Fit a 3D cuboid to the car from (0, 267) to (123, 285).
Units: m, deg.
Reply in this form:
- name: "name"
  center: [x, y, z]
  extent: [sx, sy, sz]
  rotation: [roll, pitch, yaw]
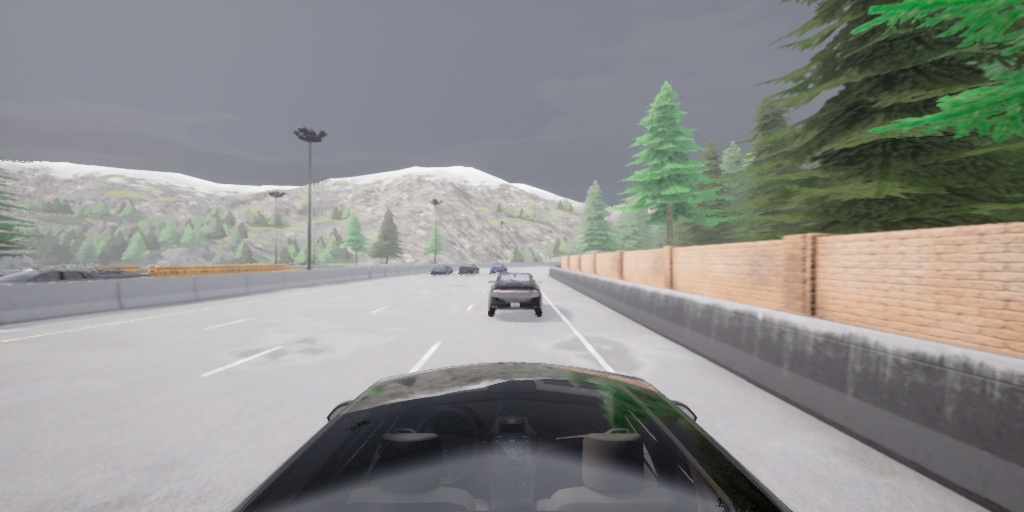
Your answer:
- name: "car"
  center: [-21.062, 1.380, 15.981]
  extent: [1.837, 1.490, 4.892]
  rotation: [0, -1, 0]

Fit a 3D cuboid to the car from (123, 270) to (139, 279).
- name: "car"
  center: [-24.474, 1.411, 20.584]
  extent: [2.128, 1.511, 4.902]
  rotation: [0, -1, 0]

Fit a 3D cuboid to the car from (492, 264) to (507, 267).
- name: "car"
  center: [-1.766, 1.779, 48.750]
  extent: [1.812, 1.442, 4.674]
  rotation: [0, 0, 8]

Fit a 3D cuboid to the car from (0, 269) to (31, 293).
- name: "car"
  center: [-31.474, 1.474, 20.595]
  extent: [1.994, 1.385, 4.181]
  rotation: [0, -1, 0]

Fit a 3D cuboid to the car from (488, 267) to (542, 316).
- name: "car"
  center: [0.112, 1.374, 13.921]
  extent: [2.128, 1.511, 4.902]
  rotation: [0, 0, 0]

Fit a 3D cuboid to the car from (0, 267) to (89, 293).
- name: "car"
  center: [-27.974, 1.313, 20.561]
  extent: [1.895, 1.301, 4.718]
  rotation: [0, -1, 0]

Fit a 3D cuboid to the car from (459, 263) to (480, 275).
- name: "car"
  center: [-5.528, 1.707, 47.010]
  extent: [1.882, 1.535, 5.008]
  rotation: [0, 0, 7]

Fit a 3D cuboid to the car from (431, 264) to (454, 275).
- name: "car"
  center: [-9.054, 1.788, 46.972]
  extent: [1.994, 1.385, 4.181]
  rotation: [0, -1, 7]
